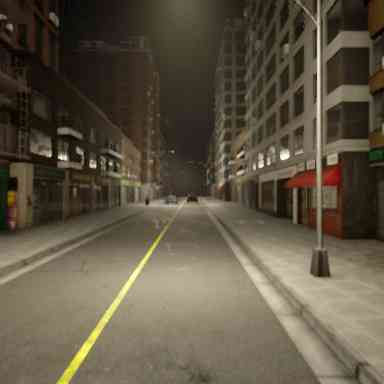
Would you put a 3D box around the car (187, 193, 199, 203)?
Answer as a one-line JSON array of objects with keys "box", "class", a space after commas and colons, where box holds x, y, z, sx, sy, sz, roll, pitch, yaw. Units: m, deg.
[{"box": [0.060, 1.159, 58.769, 1.812, 1.442, 4.674, 0, 0, 0], "class": "car"}]

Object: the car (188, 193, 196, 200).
[{"box": [-0.046, 1.031, 76.655, 1.882, 1.535, 5.008, 0, 0, 0], "class": "car"}]

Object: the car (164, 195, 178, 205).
[{"box": [-3.108, 1.222, 50.447, 2.033, 1.411, 5.357, 0, 0, 0], "class": "car"}]
